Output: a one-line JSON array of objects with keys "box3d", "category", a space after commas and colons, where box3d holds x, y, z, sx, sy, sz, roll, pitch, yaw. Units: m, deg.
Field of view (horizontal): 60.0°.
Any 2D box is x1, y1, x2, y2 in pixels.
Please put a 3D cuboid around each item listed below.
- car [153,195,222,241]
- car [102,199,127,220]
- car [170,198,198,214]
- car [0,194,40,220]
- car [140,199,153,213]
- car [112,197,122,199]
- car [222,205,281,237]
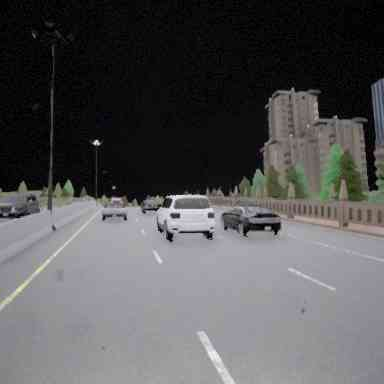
[{"box3d": [-0.460, 1.166, 16.770, 2.150, 2.045, 5.566, 0, 0, -12], "category": "car"}, {"box3d": [-6.351, 1.521, 27.442, 1.895, 1.301, 4.718, 0, 0, -12], "category": "car"}, {"box3d": [-0.952, 1.426, 35.579, 2.033, 1.411, 5.357, 0, 0, -12], "category": "car"}, {"box3d": [-13.269, 1.163, 25.364, 2.150, 2.045, 5.566, 0, 0, -12], "category": "car"}, {"box3d": [-4.385, 1.436, 34.894, 2.033, 1.411, 5.357, 0, 0, -12], "category": "car"}, {"box3d": [-9.483, 1.420, 41.909, 1.812, 1.442, 4.674, 0, -1, -12], "category": "car"}, {"box3d": [2.947, 1.426, 17.575, 2.128, 1.511, 4.902, 0, 0, -12], "category": "car"}]
